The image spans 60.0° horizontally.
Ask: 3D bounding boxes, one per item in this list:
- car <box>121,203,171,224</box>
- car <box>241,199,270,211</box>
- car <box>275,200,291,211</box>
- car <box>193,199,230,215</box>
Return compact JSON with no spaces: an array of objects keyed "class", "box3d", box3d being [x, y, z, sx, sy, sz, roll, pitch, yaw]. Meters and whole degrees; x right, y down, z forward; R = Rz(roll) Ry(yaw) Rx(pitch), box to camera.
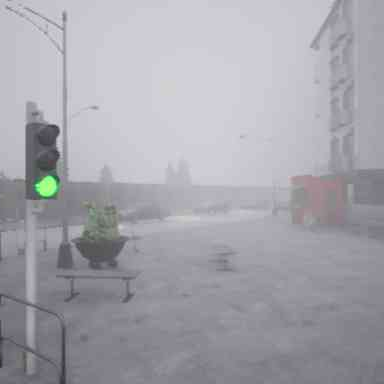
[{"class":"car","box3d":[-3.870,1.602,25.969,2.033,1.411,5.357,0,0,35]},{"class":"car","box3d":[8.249,1.601,42.937,2.033,1.411,5.357,0,0,36]},{"class":"car","box3d":[11.703,1.605,40.587,1.994,1.385,4.181,0,0,35]},{"class":"car","box3d":[2.085,1.532,34.317,1.882,1.535,5.008,0,0,35]}]
